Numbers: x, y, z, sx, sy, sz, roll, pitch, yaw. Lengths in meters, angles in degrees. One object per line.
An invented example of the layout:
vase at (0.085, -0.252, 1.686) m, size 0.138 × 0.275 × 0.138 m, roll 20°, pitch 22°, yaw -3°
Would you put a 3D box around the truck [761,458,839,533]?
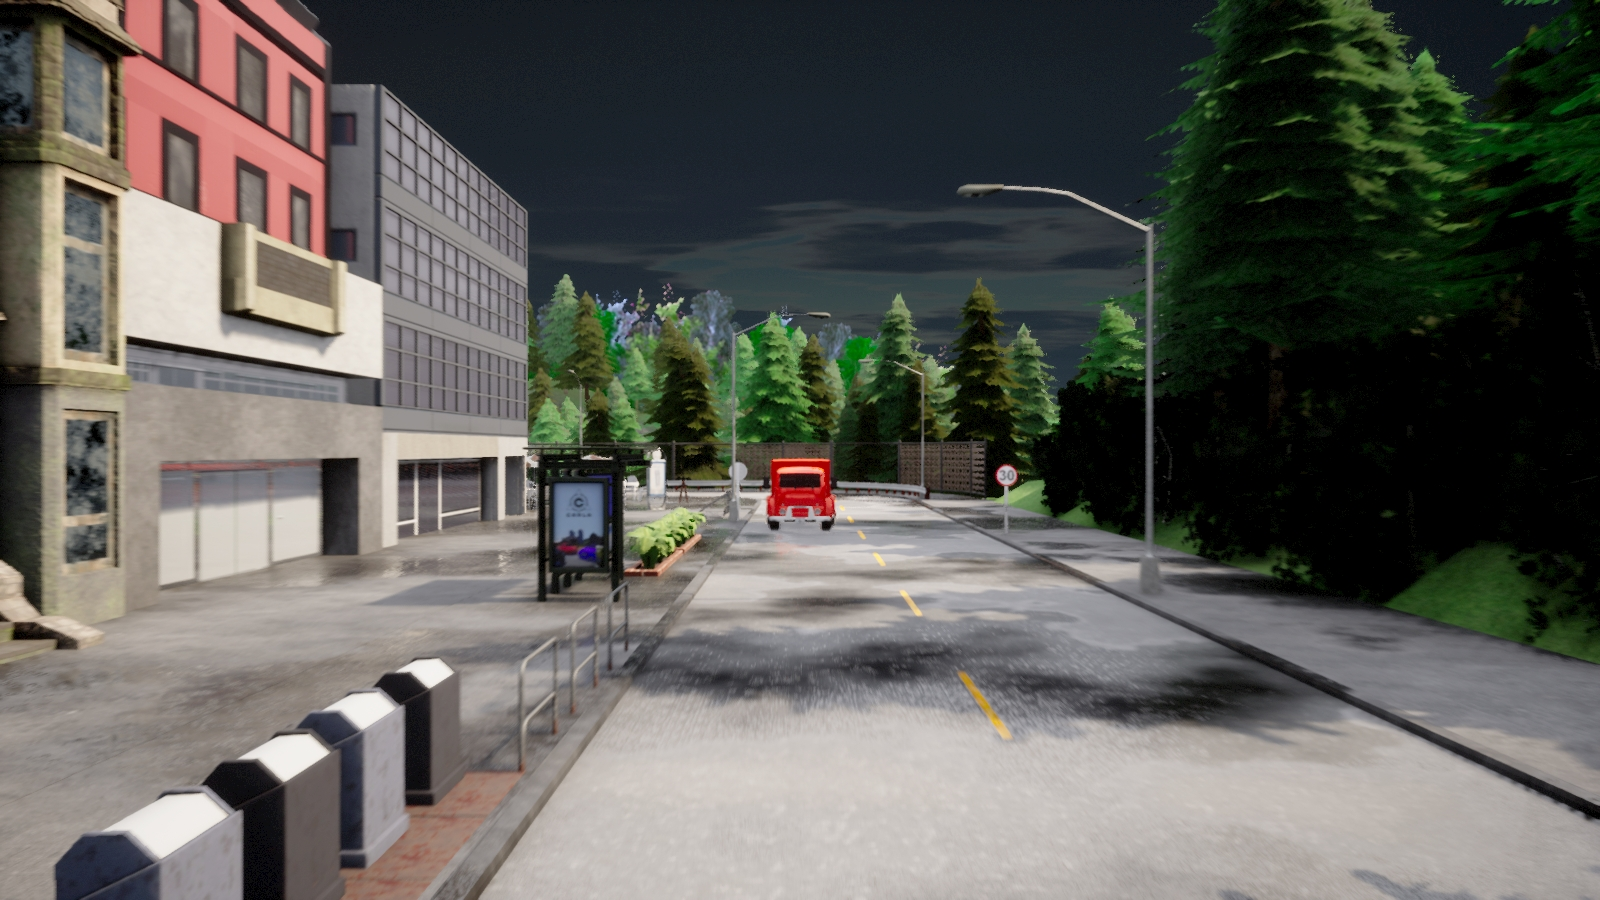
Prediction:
truck at (0.020, 1.546, 40.843) m, size 2.627 × 2.467 × 5.204 m, roll 0°, pitch 0°, yaw 0°
